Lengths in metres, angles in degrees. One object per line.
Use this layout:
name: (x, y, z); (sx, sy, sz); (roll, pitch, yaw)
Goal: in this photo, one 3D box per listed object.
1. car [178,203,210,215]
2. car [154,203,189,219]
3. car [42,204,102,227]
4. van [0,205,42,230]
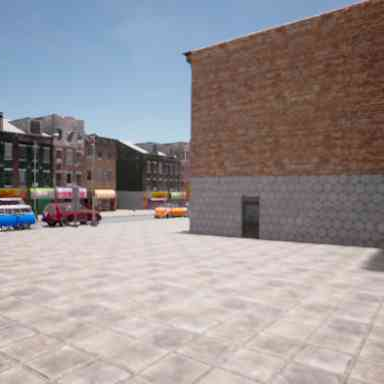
car: (0.356, 2.322, 46.737); (2.128, 1.511, 4.902); (1, 0, 36)
car: (-2.276, 2.104, 38.348); (2.097, 1.767, 4.553); (1, 0, 36)
car: (-9.977, 1.889, 27.781); (2.192, 1.841, 5.009); (0, -1, 36)
van: (-13.119, 1.844, 23.382); (1.690, 1.788, 3.998); (0, -1, 36)
